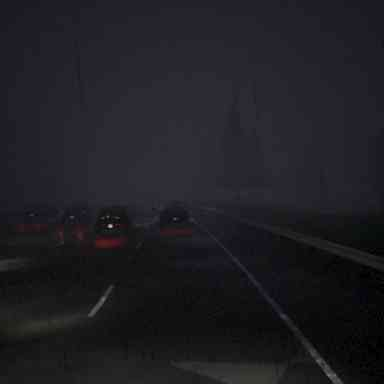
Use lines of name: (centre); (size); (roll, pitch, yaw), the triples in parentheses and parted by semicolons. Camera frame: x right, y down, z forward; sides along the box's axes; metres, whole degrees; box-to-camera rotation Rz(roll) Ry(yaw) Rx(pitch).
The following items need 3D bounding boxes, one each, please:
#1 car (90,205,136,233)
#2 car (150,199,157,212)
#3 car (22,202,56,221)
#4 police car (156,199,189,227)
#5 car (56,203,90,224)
car: (-4.481, 1.530, 19.798); (1.837, 1.490, 4.892); (0, 0, -5)
car: (-3.893, 1.561, 39.944); (1.812, 1.442, 4.674); (0, 0, -11)
car: (-12.470, 1.545, 27.629); (2.128, 1.511, 4.902); (0, 0, -8)
police car: (-1.317, 1.443, 23.070); (1.930, 1.638, 5.238); (0, 0, -6)
car: (-8.638, 1.566, 25.445); (1.812, 1.442, 4.674); (0, 0, -7)
